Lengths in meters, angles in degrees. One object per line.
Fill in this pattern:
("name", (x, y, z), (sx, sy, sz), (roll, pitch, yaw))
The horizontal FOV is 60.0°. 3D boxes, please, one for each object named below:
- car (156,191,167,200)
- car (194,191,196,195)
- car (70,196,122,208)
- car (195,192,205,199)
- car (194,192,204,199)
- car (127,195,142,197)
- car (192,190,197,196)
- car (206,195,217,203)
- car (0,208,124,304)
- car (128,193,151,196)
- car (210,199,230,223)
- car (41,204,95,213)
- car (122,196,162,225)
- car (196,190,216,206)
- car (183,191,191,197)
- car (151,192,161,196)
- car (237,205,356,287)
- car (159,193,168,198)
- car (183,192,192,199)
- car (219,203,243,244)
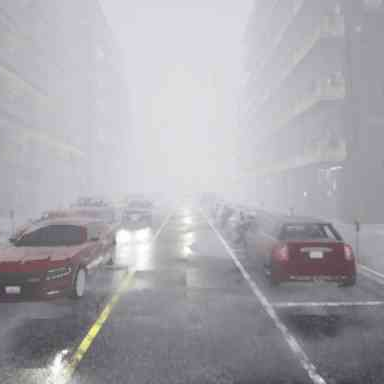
("car", (-6.742, 0.648, 70.063), (2.192, 1.841, 5.009), (0, 1, -1))
("car", (1.809, 0.907, 59.026), (1.887, 1.381, 4.507), (0, 1, -1))
("car", (-5.968, 1.161, 19.961), (2.192, 1.841, 5.009), (0, 1, -1))
("car", (1.637, 0.801, 70.161), (2.008, 1.369, 4.403), (0, 1, -1))
("car", (1.550, 0.760, 75.728), (1.947, 1.339, 4.313), (0, 1, -1))
("car", (-6.138, 1.257, 30.927), (1.752, 1.417, 4.829), (0, 1, -1))
("car", (1.723, 0.621, 64.590), (2.192, 1.841, 5.009), (0, 1, -1))
("car", (2.322, 1.228, 25.795), (1.752, 1.417, 4.829), (0, 1, -1))
("car", (-3.209, 1.419, 8.385), (1.882, 1.535, 5.008), (-1, 1, -1))
("car", (-6.226, 0.988, 36.661), (2.192, 1.841, 5.009), (0, 1, -1))
("car", (2.411, 1.313, 20.058), (2.008, 1.369, 4.403), (0, 1, -1))
("car", (-5.883, 1.449, 14.396), (1.887, 1.381, 4.507), (0, 1, -1))
("car", (-3.404, 1.290, 22.011), (2.128, 1.511, 4.902), (-1, 1, -1))
("car", (2.067, 0.848, 42.324), (2.192, 1.841, 5.009), (0, 1, -1))
("car", (-1.285, 0.576, 84.445), (1.994, 1.385, 4.181), (-1, 1, -1))
("car", (-6.485, 1.068, 53.365), (1.947, 1.339, 4.313), (0, 1, -1))
("car", (2.583, 1.319, 8.923), (1.967, 1.590, 4.097), (0, 1, -1))
("car", (-6.915, 0.804, 81.200), (1.802, 1.307, 4.206), (0, 1, -1))
("car", (-1.129, 0.750, 74.396), (1.812, 1.442, 4.674), (-1, 1, -1))
("car", (2.496, 1.371, 14.492), (2.008, 1.369, 4.403), (0, 1, -1))
